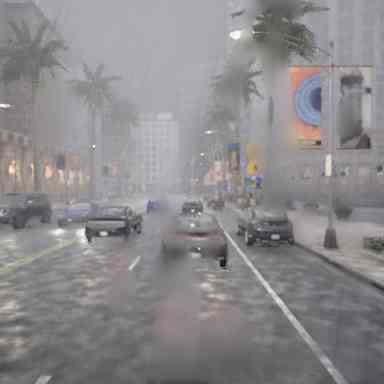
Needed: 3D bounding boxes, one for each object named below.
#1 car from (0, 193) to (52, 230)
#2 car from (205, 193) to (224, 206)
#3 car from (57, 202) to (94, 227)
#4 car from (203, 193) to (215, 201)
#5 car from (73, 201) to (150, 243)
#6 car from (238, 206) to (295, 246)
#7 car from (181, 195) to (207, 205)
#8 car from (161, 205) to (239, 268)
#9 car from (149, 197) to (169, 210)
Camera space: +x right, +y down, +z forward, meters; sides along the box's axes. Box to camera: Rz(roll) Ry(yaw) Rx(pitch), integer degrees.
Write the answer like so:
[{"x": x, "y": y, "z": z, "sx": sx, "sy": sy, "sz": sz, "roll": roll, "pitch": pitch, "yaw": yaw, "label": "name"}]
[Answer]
[{"x": -10.582, "y": 1.072, "z": 20.389, "sx": 2.150, "sy": 2.045, "sz": 5.566, "roll": 0, "pitch": 0, "yaw": 0, "label": "car"}, {"x": 3.040, "y": 1.021, "z": 44.039, "sx": 2.185, "sy": 1.767, "sz": 4.553, "roll": 0, "pitch": 0, "yaw": 0, "label": "car"}, {"x": -7.074, "y": 1.363, "z": 21.642, "sx": 1.812, "sy": 1.442, "sz": 4.674, "roll": 0, "pitch": 0, "yaw": 1, "label": "car"}, {"x": 3.319, "y": 1.015, "z": 65.970, "sx": 2.161, "sy": 1.482, "sz": 4.786, "roll": 0, "pitch": 0, "yaw": 0, "label": "car"}, {"x": -3.421, "y": 1.376, "z": 15.304, "sx": 2.128, "sy": 1.511, "sz": 4.902, "roll": 0, "pitch": 0, "yaw": 0, "label": "car"}, {"x": 3.068, "y": 1.369, "z": 14.666, "sx": 2.231, "sy": 1.521, "sz": 4.892, "roll": 0, "pitch": 0, "yaw": 0, "label": "car"}, {"x": 0.061, "y": 1.281, "z": 29.606, "sx": 1.837, "sy": 1.490, "sz": 4.892, "roll": 0, "pitch": 0, "yaw": 0, "label": "car"}, {"x": 0.081, "y": 1.408, "z": 10.930, "sx": 2.128, "sy": 1.511, "sz": 4.902, "roll": 0, "pitch": 0, "yaw": 0, "label": "car"}, {"x": -3.445, "y": 1.222, "z": 34.015, "sx": 1.882, "sy": 1.535, "sz": 5.008, "roll": 0, "pitch": 0, "yaw": 0, "label": "car"}]
